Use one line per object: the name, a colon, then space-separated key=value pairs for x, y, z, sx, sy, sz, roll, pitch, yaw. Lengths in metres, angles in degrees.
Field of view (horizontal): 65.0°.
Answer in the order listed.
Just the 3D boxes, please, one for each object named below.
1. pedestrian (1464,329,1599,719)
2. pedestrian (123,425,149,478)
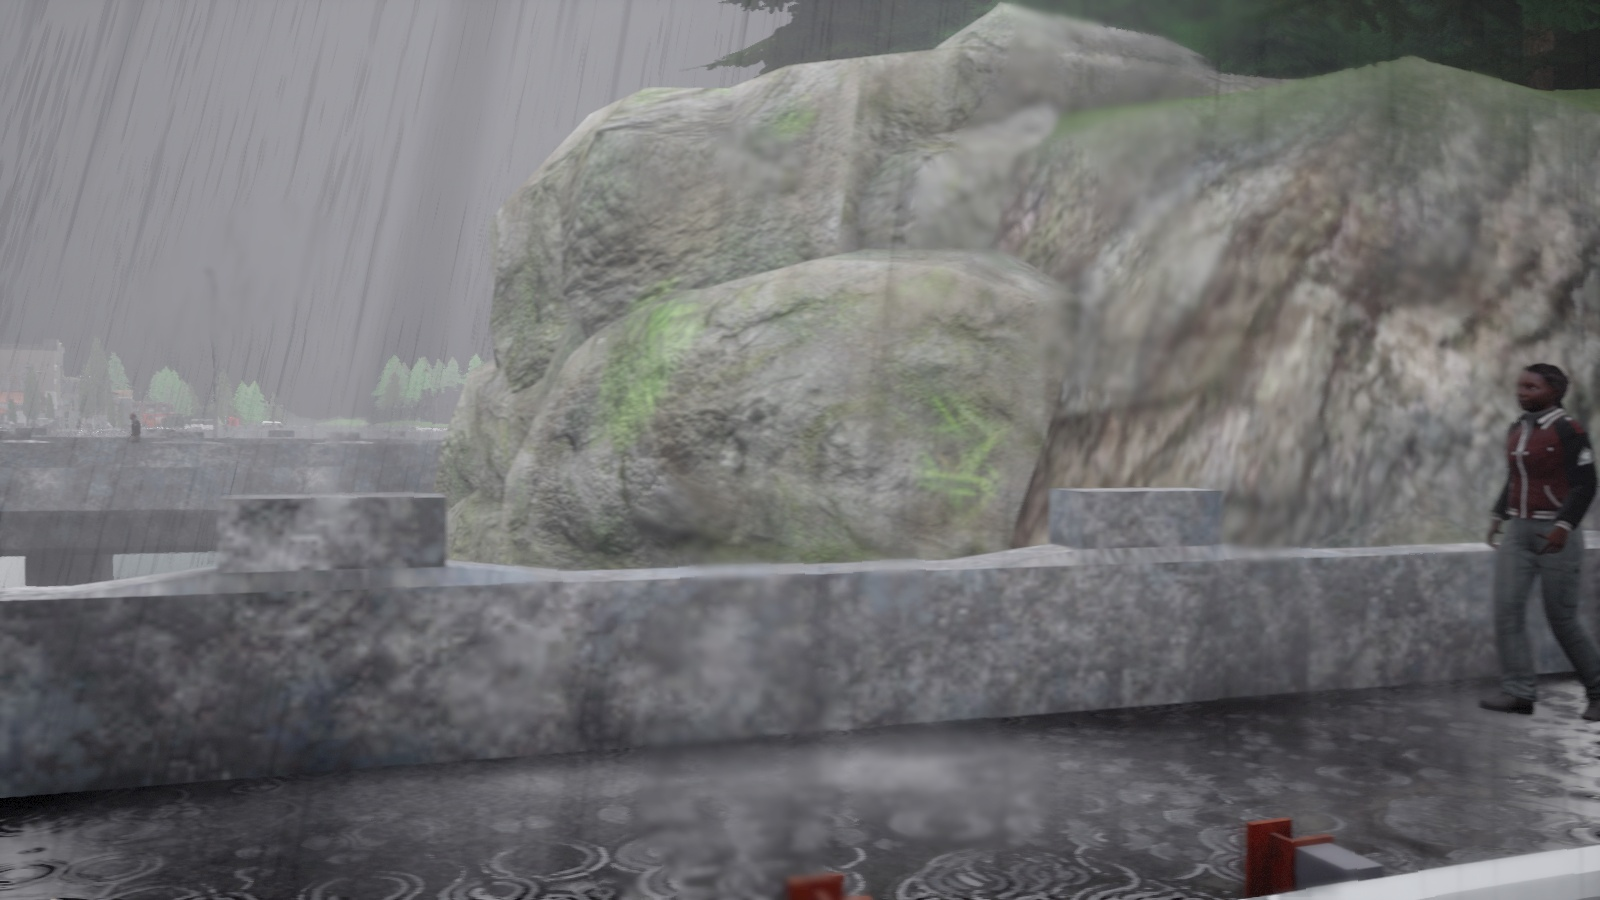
pedestrian: x=3.864 y=0.361 z=6.486 sx=0.666 sy=1.930 sz=0.402 roll=-1 pitch=1 yaw=-13
pedestrian: x=-23.312 y=0.042 z=44.092 sx=0.720 sy=1.854 sz=0.376 roll=-1 pitch=1 yaw=-21
